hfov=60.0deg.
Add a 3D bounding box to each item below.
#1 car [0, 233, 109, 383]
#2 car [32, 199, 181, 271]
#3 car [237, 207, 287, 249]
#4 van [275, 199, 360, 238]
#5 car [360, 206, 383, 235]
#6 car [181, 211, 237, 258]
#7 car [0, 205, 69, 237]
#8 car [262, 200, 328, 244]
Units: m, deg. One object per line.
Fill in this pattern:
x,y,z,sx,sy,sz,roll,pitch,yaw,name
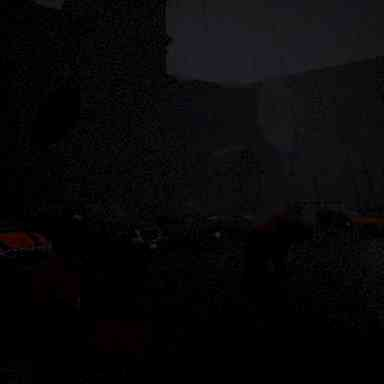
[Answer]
-3.605,1.481,3.268,5.008,1.535,1.882,0,0,-36,car
-3.401,1.253,11.125,5.566,2.045,2.435,-1,-1,34,car
1.442,1.573,14.611,4.674,1.452,2.002,-1,-1,34,car
6.399,1.359,18.053,4.442,1.987,1.878,-1,-2,34,van
8.883,1.620,19.760,5.366,1.575,1.946,-1,-2,34,car
-1.019,1.546,12.886,4.792,1.488,2.163,-1,-1,34,car
-5.888,1.374,9.409,4.553,1.767,2.185,-1,-1,35,car
3.894,1.431,16.343,4.553,1.767,2.185,-1,-1,34,car
